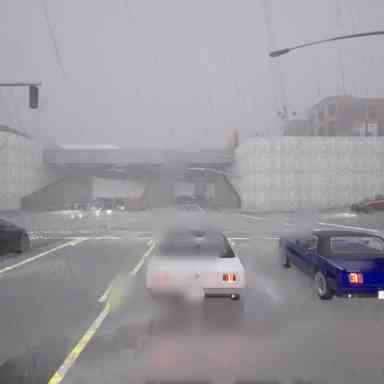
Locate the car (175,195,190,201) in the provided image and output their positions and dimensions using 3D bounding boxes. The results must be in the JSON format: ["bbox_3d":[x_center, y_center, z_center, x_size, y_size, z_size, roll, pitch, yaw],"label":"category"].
[{"bbox_3d":[-2.295,1.478,85.395,1.882,1.535,5.008,0,0,24],"label":"car"}]

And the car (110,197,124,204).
[{"bbox_3d":[-15.170,1.601,67.223,1.895,1.301,4.718,0,0,-1],"label":"car"}]

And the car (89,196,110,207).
[{"bbox_3d":[-14.943,1.491,53.862,2.128,1.511,4.902,0,0,-1],"label":"car"}]

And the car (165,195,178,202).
[{"bbox_3d":[-4.660,1.355,75.532,2.097,1.767,4.553,0,0,6],"label":"car"}]

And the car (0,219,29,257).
[{"bbox_3d":[-7.118,1.564,10.830,1.994,1.385,4.181,0,0,0],"label":"car"}]

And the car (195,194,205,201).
[{"bbox_3d":[1.506,1.355,85.426,2.097,1.767,4.553,0,0,28],"label":"car"}]

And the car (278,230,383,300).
[{"bbox_3d":[3.591,1.601,8.321,1.895,1.301,4.718,0,0,0],"label":"car"}]

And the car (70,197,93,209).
[{"bbox_3d":[-14.735,1.492,44.584,2.128,1.511,4.902,0,0,-1],"label":"car"}]

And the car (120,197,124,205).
[{"bbox_3d":[-11.440,1.563,53.219,1.994,1.385,4.181,0,0,-2],"label":"car"}]

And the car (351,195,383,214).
[{"bbox_3d":[15.847,0.973,28.407,4.181,1.385,1.994,-7,0,0],"label":"car"}]

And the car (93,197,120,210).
[{"bbox_3d":[-11.219,1.526,43.956,1.812,1.442,4.674,0,0,-1],"label":"car"}]

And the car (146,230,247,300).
[{"bbox_3d":[0.091,1.601,8.315,1.895,1.301,4.718,0,0,0],"label":"car"}]

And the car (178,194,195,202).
[{"bbox_3d":[-1.159,1.525,75.425,2.128,1.511,4.902,0,0,6],"label":"car"}]
